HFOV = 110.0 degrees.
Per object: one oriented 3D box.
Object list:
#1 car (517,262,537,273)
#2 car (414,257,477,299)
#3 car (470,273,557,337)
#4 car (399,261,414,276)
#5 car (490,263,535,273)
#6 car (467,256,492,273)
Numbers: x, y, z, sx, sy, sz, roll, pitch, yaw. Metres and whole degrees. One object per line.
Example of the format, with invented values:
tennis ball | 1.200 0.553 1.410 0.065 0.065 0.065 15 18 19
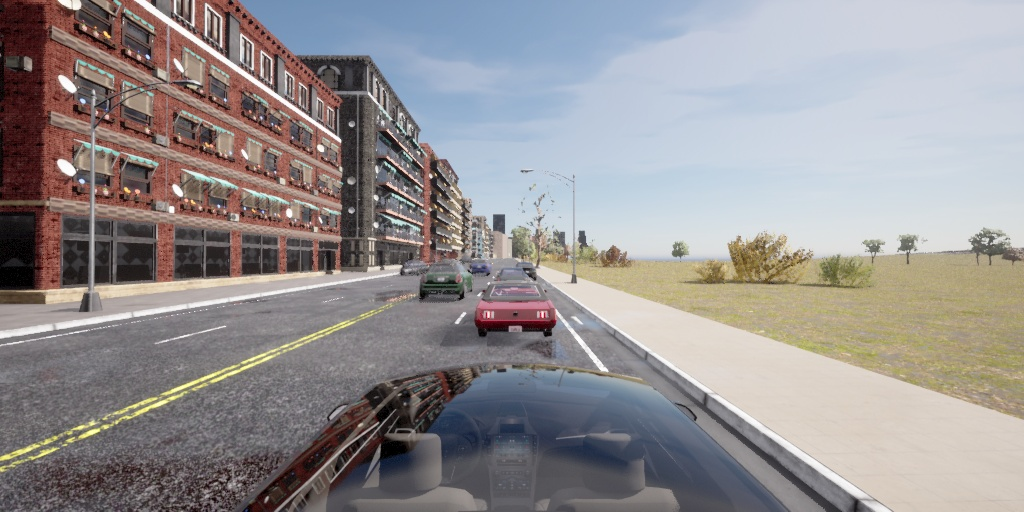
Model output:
car | 1.052 1.259 30.298 1.837 1.490 4.892 0 0 0
car | -3.201 1.103 18.271 2.097 1.767 4.553 0 0 0
car | 0.075 1.352 10.274 1.895 1.301 4.718 0 0 0
car | -9.955 1.245 36.438 2.128 1.511 4.902 0 0 0
car | 0.036 1.317 20.305 1.994 1.385 4.181 0 0 0
car | -3.254 1.104 37.740 2.097 1.767 4.553 0 0 0
